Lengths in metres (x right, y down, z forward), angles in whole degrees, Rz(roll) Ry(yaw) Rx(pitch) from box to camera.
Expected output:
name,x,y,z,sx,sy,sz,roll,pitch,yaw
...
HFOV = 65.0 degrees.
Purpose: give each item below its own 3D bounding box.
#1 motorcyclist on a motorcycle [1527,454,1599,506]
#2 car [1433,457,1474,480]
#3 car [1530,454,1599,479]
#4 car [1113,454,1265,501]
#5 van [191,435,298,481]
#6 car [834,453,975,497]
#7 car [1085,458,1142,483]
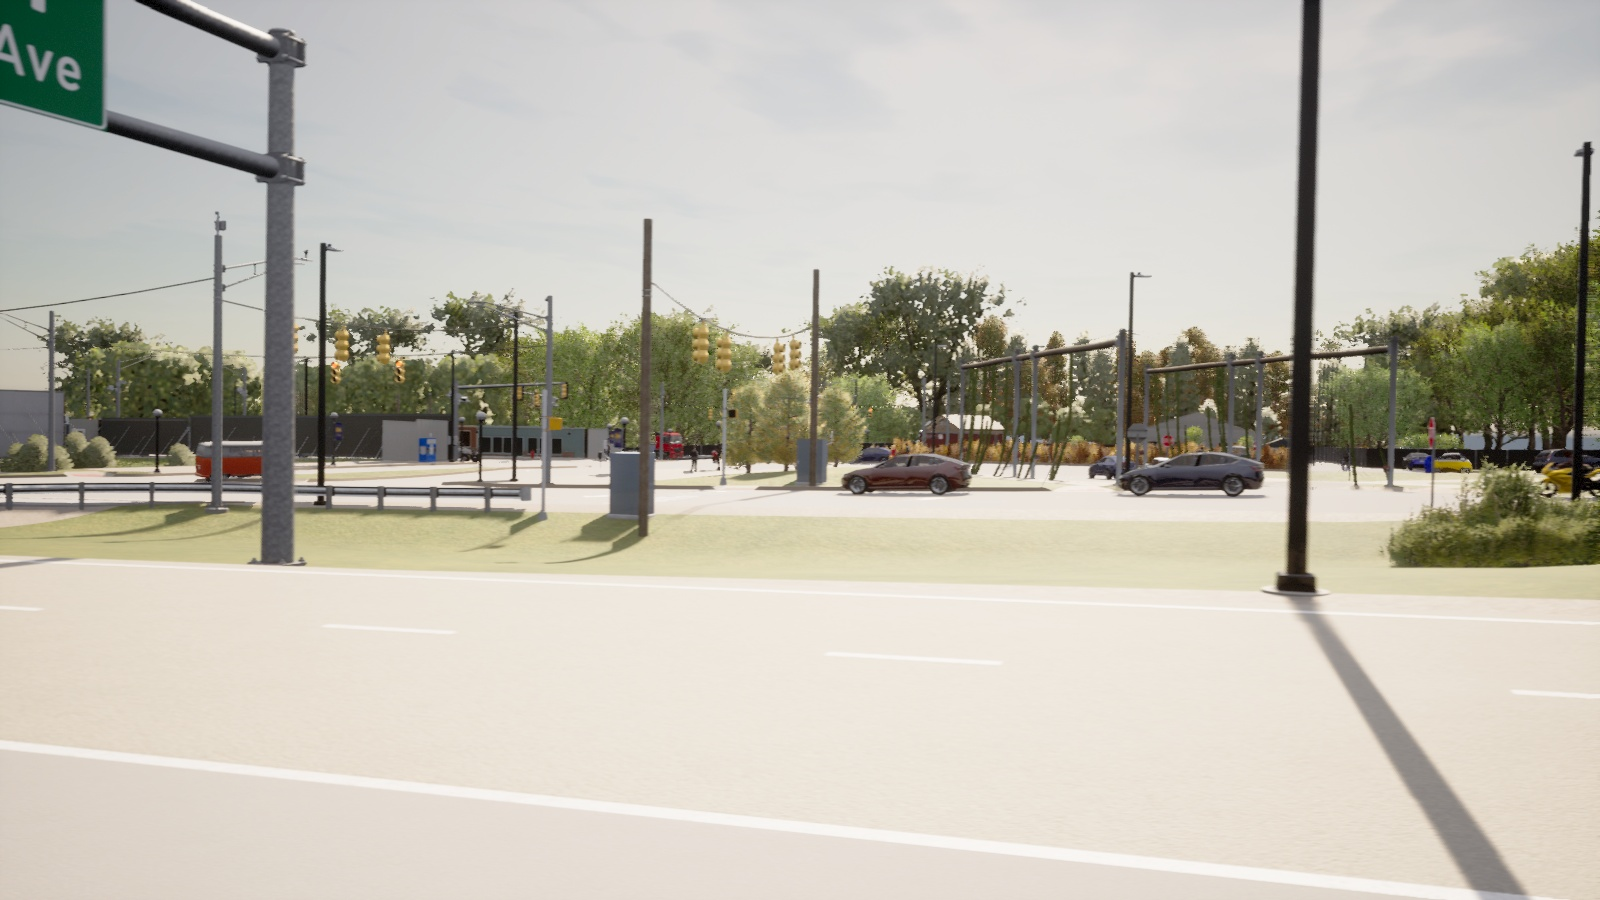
name,x,y,z,sx,sy,sz,roll,pitch,yaw
motorcyclist on a motorcycle,23.176,0.893,37.884,2.044,1.523,0.797,0,1,40
car,40.884,1.170,78.565,2.207,1.376,1.481,1,1,25
car,49.545,1.059,80.862,3.988,1.617,1.851,0,0,-1
car,13.305,0.905,42.921,4.792,1.488,2.163,0,1,21
van,-27.019,0.350,61.153,4.442,1.987,1.775,-1,6,-39
car,3.845,0.894,46.015,4.792,1.488,2.163,0,1,18
car,19.071,1.223,76.580,1.812,1.442,4.674,1,0,-7
